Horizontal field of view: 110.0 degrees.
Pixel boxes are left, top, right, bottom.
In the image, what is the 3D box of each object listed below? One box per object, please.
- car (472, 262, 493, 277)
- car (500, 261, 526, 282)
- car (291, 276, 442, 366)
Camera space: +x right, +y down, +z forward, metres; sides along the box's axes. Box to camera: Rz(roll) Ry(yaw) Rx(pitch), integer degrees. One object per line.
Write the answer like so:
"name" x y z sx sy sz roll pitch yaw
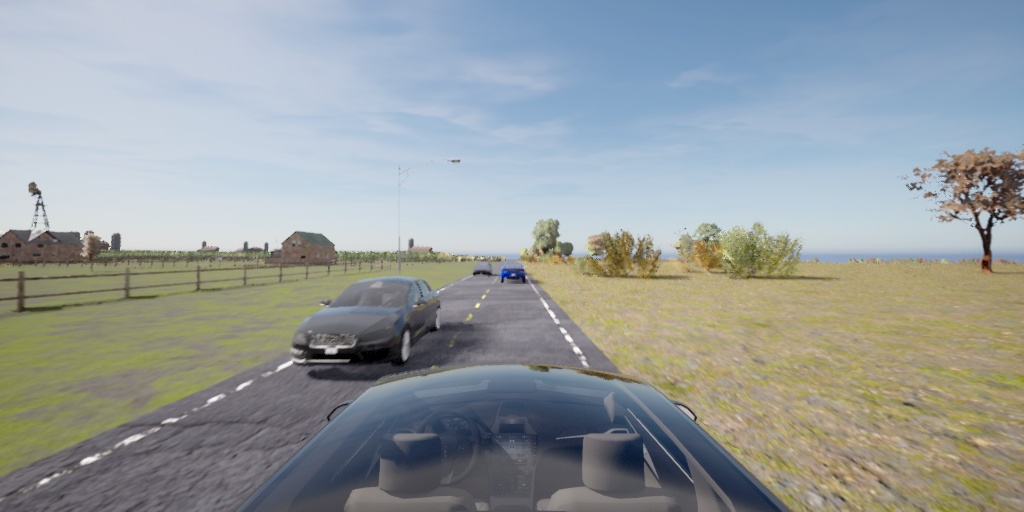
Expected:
"car" -2.863 1.306 36.202 2.033 1.411 5.357 0 0 0
"car" 0.092 1.227 28.629 1.882 1.535 5.008 0 0 0
"car" -2.841 1.254 8.071 1.837 1.490 4.892 0 0 0
